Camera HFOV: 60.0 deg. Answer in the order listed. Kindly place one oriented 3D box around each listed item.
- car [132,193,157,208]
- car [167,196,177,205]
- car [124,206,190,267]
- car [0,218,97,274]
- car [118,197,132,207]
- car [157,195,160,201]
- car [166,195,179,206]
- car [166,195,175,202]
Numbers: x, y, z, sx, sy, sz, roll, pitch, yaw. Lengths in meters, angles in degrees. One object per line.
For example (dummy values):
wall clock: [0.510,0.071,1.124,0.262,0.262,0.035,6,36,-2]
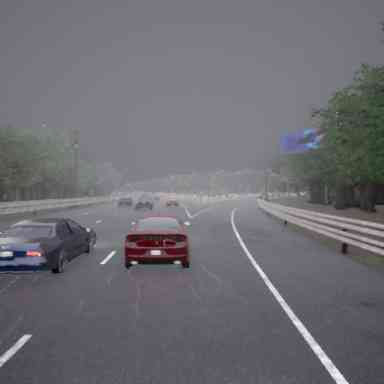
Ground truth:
car: [-5.934,1.310,42.382,2.097,1.767,4.553,0,0,-3]
car: [-3.728,1.494,62.035,1.882,1.535,5.008,0,0,-4]
car: [-1.083,1.467,11.370,1.882,1.535,5.008,0,0,-3]
car: [-4.501,1.529,10.428,2.033,1.411,5.357,0,0,-2]
car: [-9.831,1.459,49.914,1.837,1.490,4.892,0,-1,-3]
car: [-9.377,1.558,86.258,1.882,1.535,5.008,0,0,-6]
car: [-3.000,1.575,51.154,1.895,1.301,4.718,0,0,-3]
car: [-5.038,1.553,77.908,1.837,1.490,4.892,0,0,-5]
